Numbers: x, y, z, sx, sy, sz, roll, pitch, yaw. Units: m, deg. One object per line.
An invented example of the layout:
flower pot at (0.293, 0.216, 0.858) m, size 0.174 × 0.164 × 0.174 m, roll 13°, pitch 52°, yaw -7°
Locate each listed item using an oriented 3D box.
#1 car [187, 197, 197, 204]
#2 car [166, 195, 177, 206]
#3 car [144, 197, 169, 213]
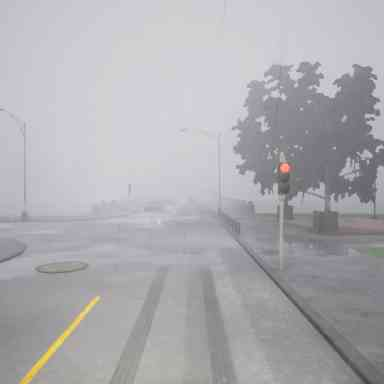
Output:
car at (0.016, 1.547, 61.723) m, size 2.033 × 1.411 × 5.357 m, roll 0°, pitch 0°, yaw 0°
car at (-4.074, 1.492, 55.273) m, size 2.128 × 1.511 × 4.902 m, roll 0°, pitch 0°, yaw 0°
car at (-4.091, 1.547, 36.952) m, size 2.033 × 1.411 × 5.357 m, roll 0°, pitch 0°, yaw 0°
